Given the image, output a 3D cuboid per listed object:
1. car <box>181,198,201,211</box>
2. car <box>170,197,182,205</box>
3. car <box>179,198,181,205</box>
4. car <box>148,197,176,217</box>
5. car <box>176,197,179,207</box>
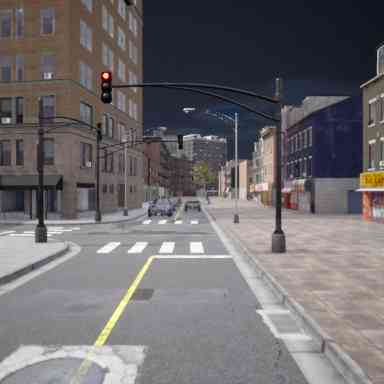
[{"bbox_3d":[0.068,1.501,40.857,2.128,1.511,4.902,0,0,0],"label":"car"},{"bbox_3d":[-2.873,1.583,60.341,1.994,1.385,4.181,0,0,0],"label":"car"},{"bbox_3d":[-2.893,1.519,50.311,1.837,1.490,4.892,0,0,0],"label":"car"},{"bbox_3d":[-2.880,1.358,31.197,2.097,1.767,4.553,0,0,0],"label":"car"},{"bbox_3d":[-2.888,1.514,40.382,1.837,1.490,4.892,0,0,0],"label":"car"}]
